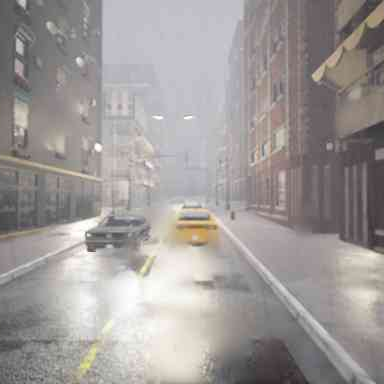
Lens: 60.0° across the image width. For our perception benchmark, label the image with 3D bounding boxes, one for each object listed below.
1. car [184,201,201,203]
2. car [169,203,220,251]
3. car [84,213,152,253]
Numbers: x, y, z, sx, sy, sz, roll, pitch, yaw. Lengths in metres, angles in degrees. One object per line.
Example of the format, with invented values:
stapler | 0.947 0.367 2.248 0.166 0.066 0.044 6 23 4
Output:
car | 0.076 1.434 26.597 2.128 1.511 4.902 0 0 2
car | 0.092 1.443 14.034 1.882 1.535 5.008 0 0 0
car | -2.831 1.567 13.611 1.895 1.301 4.718 0 0 0
